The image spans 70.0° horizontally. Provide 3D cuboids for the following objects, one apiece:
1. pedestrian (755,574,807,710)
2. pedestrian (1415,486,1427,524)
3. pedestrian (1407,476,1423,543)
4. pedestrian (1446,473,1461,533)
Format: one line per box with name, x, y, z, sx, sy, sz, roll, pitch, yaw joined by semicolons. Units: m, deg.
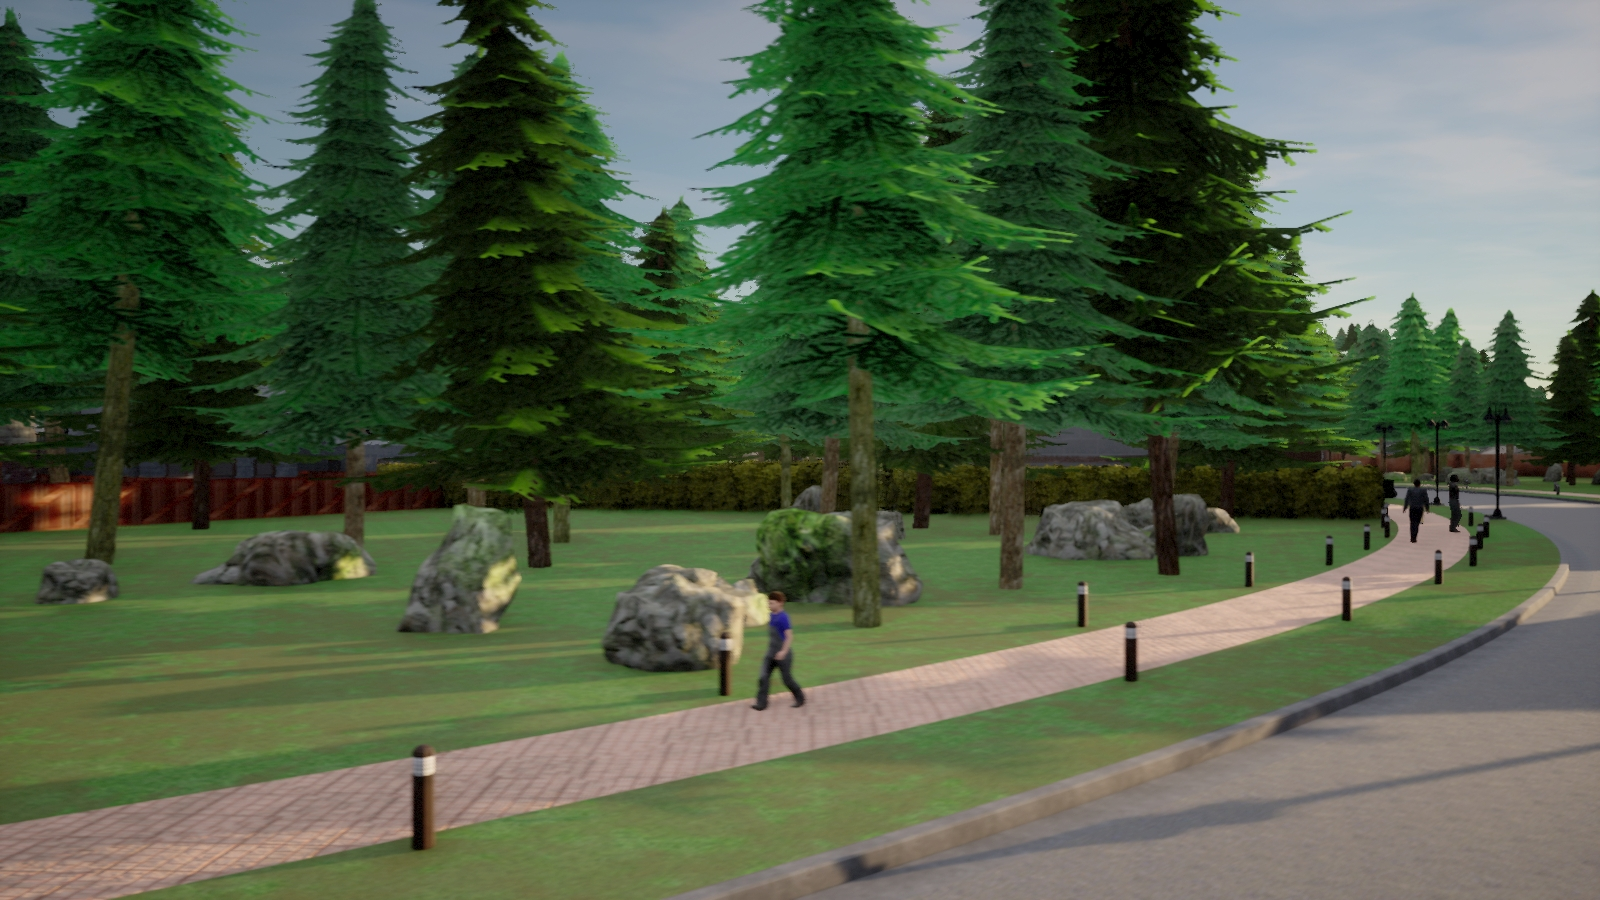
pedestrian;-0.197;1.944;11.675;0.375;1.300;0.375;0;0;-39
pedestrian;21.998;1.945;40.464;0.375;1.300;0.375;0;0;31
pedestrian;17.352;1.664;32.238;0.375;1.860;0.375;0;0;33
pedestrian;20.583;1.665;35.978;0.375;1.860;0.375;0;0;34
